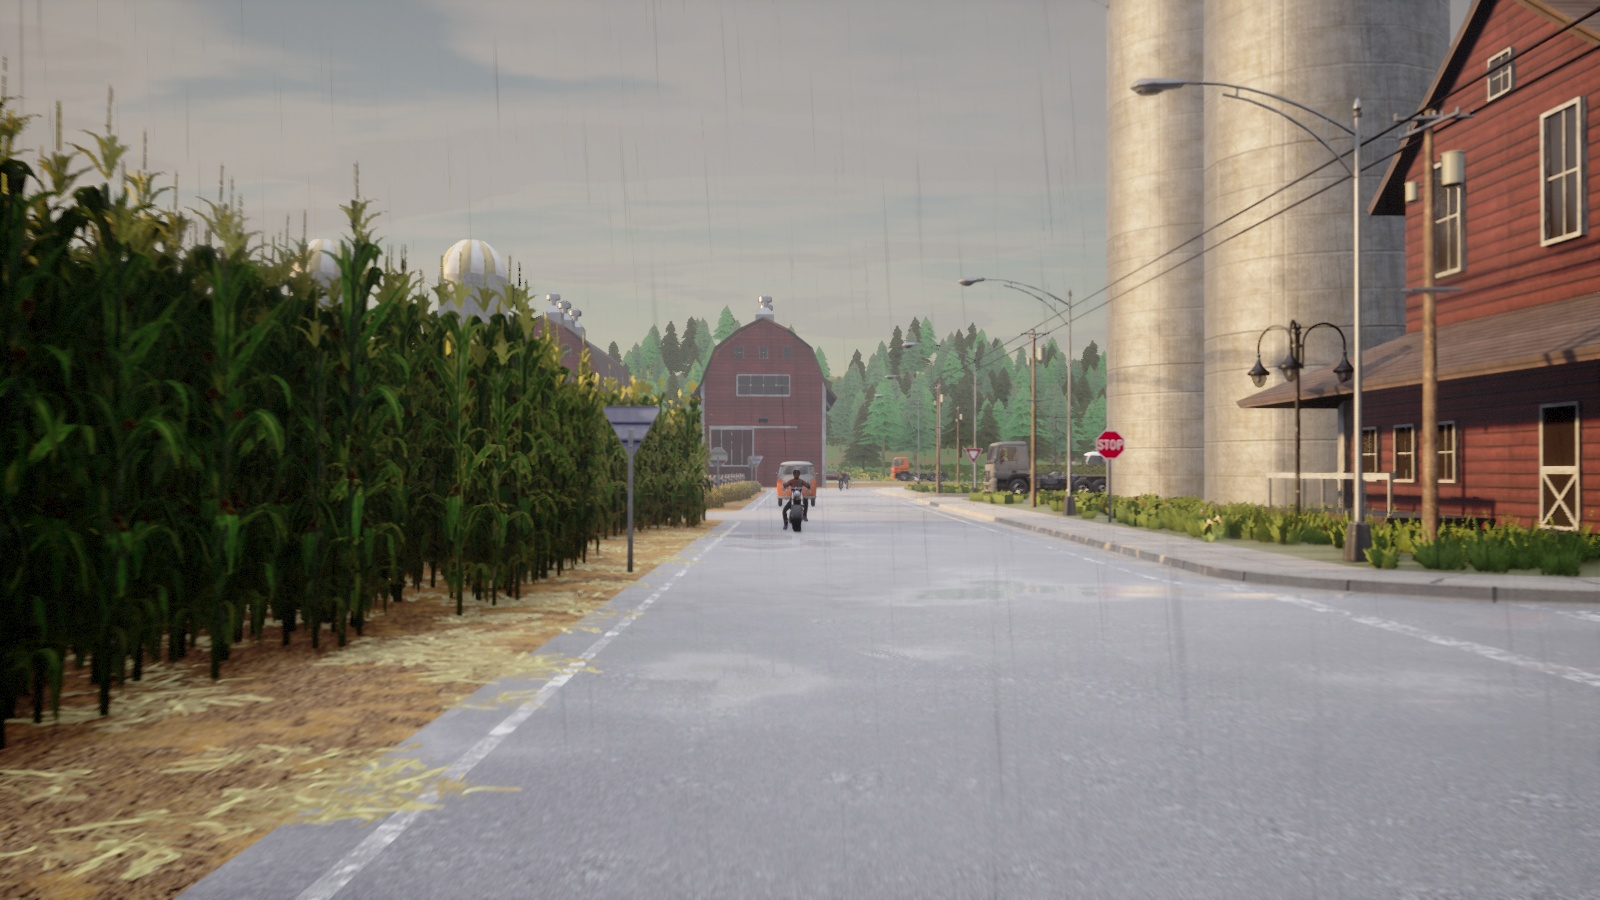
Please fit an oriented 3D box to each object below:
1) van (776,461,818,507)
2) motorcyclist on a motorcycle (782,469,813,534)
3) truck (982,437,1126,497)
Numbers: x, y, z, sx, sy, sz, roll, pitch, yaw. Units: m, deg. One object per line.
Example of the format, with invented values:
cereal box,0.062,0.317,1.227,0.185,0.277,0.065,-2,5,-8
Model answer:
van,-0.137,1.517,56.701,1.775,1.987,4.442,0,-1,0
motorcyclist on a motorcycle,-0.078,1.322,33.226,0.766,1.649,2.350,0,-1,-1
truck,15.110,1.029,75.063,7.936,3.462,2.891,0,-1,-1
